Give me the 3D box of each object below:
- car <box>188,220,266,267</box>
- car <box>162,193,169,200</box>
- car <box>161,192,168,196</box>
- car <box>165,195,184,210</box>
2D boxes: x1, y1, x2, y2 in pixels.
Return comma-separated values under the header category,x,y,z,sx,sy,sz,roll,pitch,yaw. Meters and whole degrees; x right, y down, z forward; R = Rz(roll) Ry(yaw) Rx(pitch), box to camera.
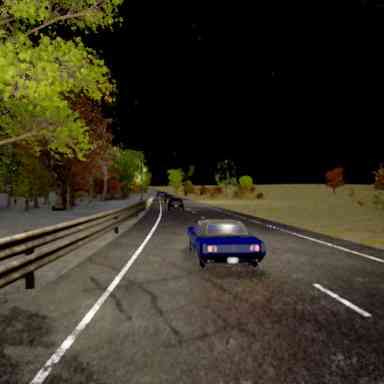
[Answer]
category,x,y,z,sx,sy,sz,roll,pitch,yaw
car,0.919,1.598,11.414,1.895,1.301,4.718,0,0,-6
car,-4.483,1.485,65.677,1.837,1.490,4.892,0,0,-6
car,-6.910,1.414,90.061,1.812,1.442,4.674,0,0,-6
car,-2.095,1.466,41.690,1.882,1.535,5.008,0,0,-6
